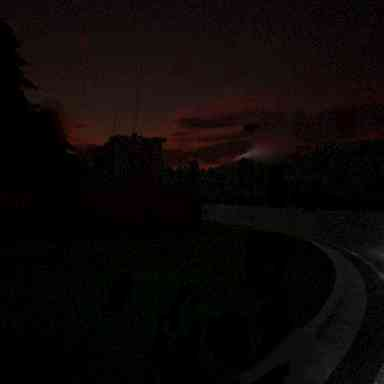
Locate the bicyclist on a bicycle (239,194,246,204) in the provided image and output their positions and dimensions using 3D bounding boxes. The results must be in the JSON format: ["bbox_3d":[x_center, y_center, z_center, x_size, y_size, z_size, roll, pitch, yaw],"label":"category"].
[{"bbox_3d":[7.873,1.081,51.819,1.656,1.620,0.582,-1,0,-33],"label":"bicyclist on a bicycle"}]
